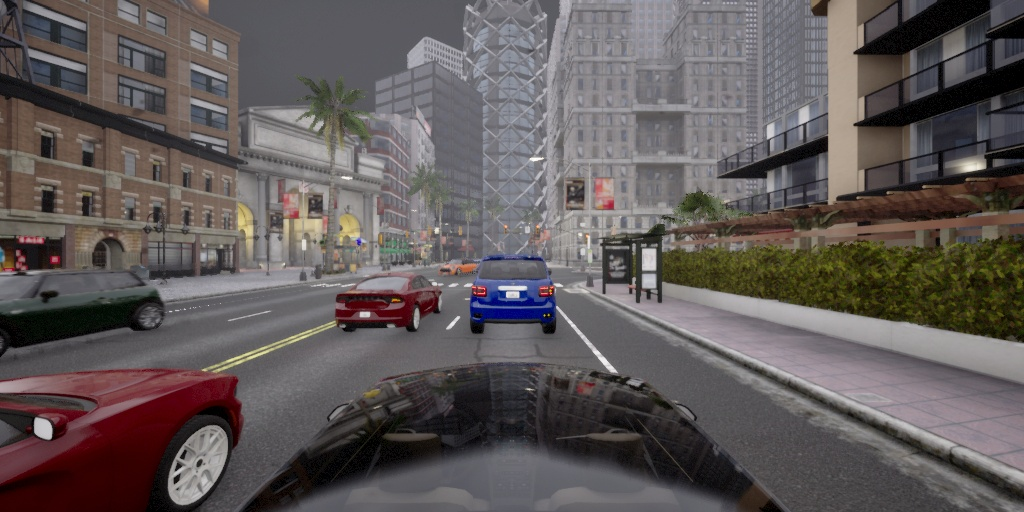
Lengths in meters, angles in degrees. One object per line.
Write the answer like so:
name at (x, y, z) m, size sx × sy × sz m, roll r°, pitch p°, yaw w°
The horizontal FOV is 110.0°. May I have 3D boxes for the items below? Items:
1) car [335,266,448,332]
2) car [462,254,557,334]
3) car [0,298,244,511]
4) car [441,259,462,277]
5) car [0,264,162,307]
car at (-3.441, 1.227, 10.914) m, size 1.882 × 1.535 × 5.008 m, roll 0°, pitch 0°, yaw 0°
car at (0.054, 0.971, 10.804) m, size 2.150 × 2.045 × 5.566 m, roll 0°, pitch 0°, yaw 1°
car at (-3.390, 1.228, 1.236) m, size 1.882 × 1.535 × 5.008 m, roll 0°, pitch 0°, yaw 0°
car at (-5.479, 1.100, 36.264) m, size 2.097 × 1.767 × 4.553 m, roll 0°, pitch 0°, yaw 25°
car at (-10.593, 1.102, 7.886) m, size 2.097 × 1.767 × 4.553 m, roll 0°, pitch 0°, yaw 0°
